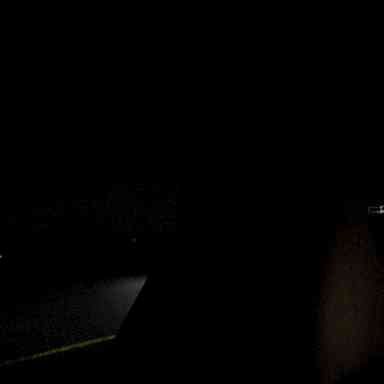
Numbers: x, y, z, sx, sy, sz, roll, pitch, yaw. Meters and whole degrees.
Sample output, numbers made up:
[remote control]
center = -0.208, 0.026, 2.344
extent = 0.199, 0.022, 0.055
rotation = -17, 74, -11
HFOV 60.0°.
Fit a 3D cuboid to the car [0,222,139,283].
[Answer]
[car]
center = -3.718, 1.622, 9.864
extent = 4.181, 1.385, 1.994
rotation = 1, -1, -35
